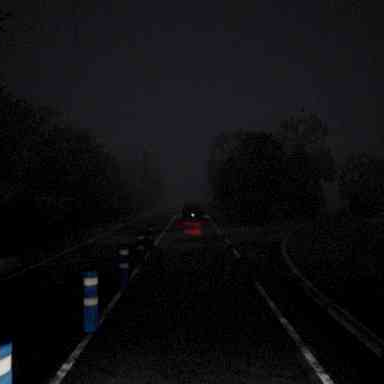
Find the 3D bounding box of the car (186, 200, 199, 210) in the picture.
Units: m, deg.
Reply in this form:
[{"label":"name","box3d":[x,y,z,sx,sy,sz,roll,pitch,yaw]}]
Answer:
[{"label":"car","box3d":[0.039,1.884,49.080,1.895,1.301,4.718,0,-1,0]}]

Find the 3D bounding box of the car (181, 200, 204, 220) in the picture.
[{"label":"car","box3d":[0.064,1.669,30.096,1.837,1.490,4.892,0,0,0]}]
